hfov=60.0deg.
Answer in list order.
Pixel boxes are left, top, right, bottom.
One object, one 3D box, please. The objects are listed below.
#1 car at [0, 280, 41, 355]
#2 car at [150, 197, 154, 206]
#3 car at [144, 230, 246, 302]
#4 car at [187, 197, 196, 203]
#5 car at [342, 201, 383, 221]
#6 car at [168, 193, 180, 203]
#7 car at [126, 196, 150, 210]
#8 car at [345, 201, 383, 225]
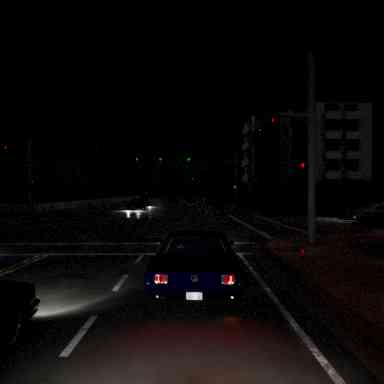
[{"bbox_3d":[-3.451,1.547,3.048,2.033,1.411,5.357,0,0,0],"label":"car"},{"bbox_3d":[-7.179,1.503,53.404,1.837,1.490,4.892,0,0,0],"label":"car"},{"bbox_3d":[0.117,1.601,8.253,1.895,1.301,4.718,0,0,2],"label":"car"},{"bbox_3d":[-0.127,1.599,67.316,1.895,1.301,4.718,0,0,0],"label":"car"},{"bbox_3d":[15.010,1.504,26.965,4.892,1.490,1.837,0,0,-2],"label":"car"},{"bbox_3d":[-3.627,1.220,67.295,2.150,2.045,5.566,0,0,0],"label":"car"},{"bbox_3d":[-7.165,1.546,43.258,2.033,1.411,5.357,0,0,0],"label":"car"},{"bbox_3d":[13.642,1.525,23.311,4.674,1.442,1.812,0,0,-3],"label":"car"}]
